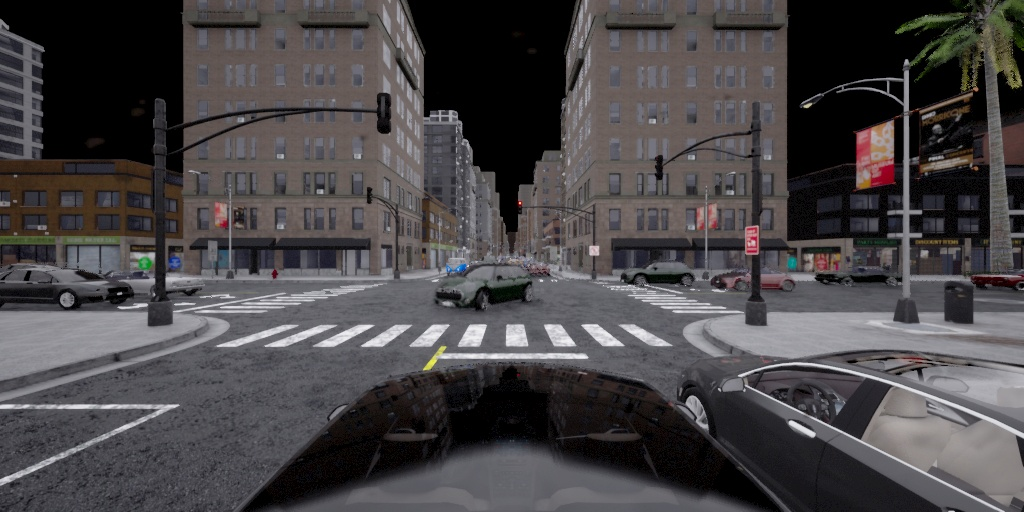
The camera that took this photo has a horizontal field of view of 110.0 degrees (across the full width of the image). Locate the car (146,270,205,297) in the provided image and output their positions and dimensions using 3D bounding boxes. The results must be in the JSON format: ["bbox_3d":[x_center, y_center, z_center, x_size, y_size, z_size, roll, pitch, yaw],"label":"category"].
[{"bbox_3d":[-17.896,1.324,17.410,4.718,1.301,1.895,0,0,0],"label":"car"}]

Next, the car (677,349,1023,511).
[{"bbox_3d":[2.669,1.300,2.293,2.007,1.370,4.403,0,0,0],"label":"car"}]

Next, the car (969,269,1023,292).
[{"bbox_3d":[30.257,1.399,21.103,4.718,1.301,1.895,0,0,0],"label":"car"}]

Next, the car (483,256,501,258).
[{"bbox_3d":[-2.900,0.974,45.927,2.150,2.045,5.566,0,0,0],"label":"car"}]

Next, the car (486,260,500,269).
[{"bbox_3d":[-2.852,1.353,55.718,1.895,1.301,4.718,0,0,0],"label":"car"}]

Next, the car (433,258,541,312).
[{"bbox_3d":[-1.028,1.104,14.540,2.097,1.767,4.553,0,0,35],"label":"car"}]

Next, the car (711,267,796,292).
[{"bbox_3d":[14.047,1.333,21.018,4.181,1.385,1.994,0,0,0],"label":"car"}]

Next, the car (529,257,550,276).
[{"bbox_3d":[2.822,1.191,36.943,1.967,1.591,4.097,0,0,0],"label":"car"}]

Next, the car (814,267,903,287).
[{"bbox_3d":[23.475,1.381,24.321,4.718,1.301,1.895,0,0,0],"label":"car"}]

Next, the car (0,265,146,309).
[{"bbox_3d":[-17.937,1.232,14.161,4.892,1.490,1.837,0,0,0],"label":"car"}]

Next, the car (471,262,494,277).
[{"bbox_3d":[-2.948,1.316,36.619,1.994,1.385,4.181,0,0,0],"label":"car"}]

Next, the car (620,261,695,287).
[{"bbox_3d":[9.750,1.110,24.251,4.553,1.767,2.097,0,0,0],"label":"car"}]
